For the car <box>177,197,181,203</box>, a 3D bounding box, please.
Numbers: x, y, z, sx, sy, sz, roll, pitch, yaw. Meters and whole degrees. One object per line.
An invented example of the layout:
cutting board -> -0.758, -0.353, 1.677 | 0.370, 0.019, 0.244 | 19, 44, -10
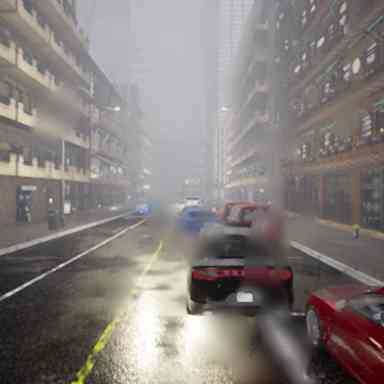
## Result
car -> -2.651, 2.027, 82.298 | 1.882, 1.535, 5.008 | 0, 0, 0

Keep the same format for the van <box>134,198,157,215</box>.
van -> -5.281, 1.594, 36.756 | 1.690, 1.788, 3.998 | -1, 0, 0

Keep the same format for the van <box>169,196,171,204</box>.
van -> -5.255, 1.741, 58.951 | 1.690, 1.788, 3.998 | -1, 0, 0

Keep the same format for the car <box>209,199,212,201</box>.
car -> 2.588, 1.613, 25.668 | 1.967, 1.590, 4.097 | -1, 0, 0

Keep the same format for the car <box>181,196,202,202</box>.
car -> 0.067, 1.520, 43.983 | 2.150, 2.045, 5.566 | 0, 0, 1

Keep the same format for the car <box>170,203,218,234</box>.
car -> 0.248, 1.597, 17.515 | 1.882, 1.535, 5.008 | 0, 0, -11

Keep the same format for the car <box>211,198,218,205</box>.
car -> 2.580, 1.451, 20.119 | 2.192, 1.841, 5.009 | -1, 0, 0

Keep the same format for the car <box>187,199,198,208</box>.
car -> 0.071, 1.919, 58.439 | 1.812, 1.442, 4.674 | 0, 0, 0

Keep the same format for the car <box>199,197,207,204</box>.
car -> 2.654, 2.066, 81.326 | 1.752, 1.417, 4.829 | -1, 0, 0

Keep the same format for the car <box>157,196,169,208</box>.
car -> -5.260, 1.804, 53.402 | 1.967, 1.590, 4.097 | -1, 0, 0

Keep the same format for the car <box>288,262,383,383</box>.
car -> 2.564, 1.605, 3.471 | 1.802, 1.307, 4.206 | -1, 0, 0

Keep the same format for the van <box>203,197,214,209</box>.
van -> 2.619, 1.700, 53.413 | 1.690, 1.788, 3.998 | -1, 0, 0

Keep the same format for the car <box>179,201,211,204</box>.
car -> 0.308, 1.666, 23.593 | 1.837, 1.490, 4.892 | 0, 0, 15

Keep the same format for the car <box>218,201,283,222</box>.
car -> 2.574, 1.413, 14.570 | 2.192, 1.841, 5.009 | -1, 0, 0

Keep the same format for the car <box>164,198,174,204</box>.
car -> -5.233, 2.074, 75.597 | 1.947, 1.339, 4.313 | -1, 0, 0

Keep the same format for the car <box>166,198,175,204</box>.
car -> -5.227, 2.089, 81.146 | 1.887, 1.381, 4.507 | -1, 0, 0

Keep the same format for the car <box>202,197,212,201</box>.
car -> 2.607, 1.725, 42.314 | 1.967, 1.590, 4.097 | -1, 0, 0

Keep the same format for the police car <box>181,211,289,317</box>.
police car -> 0.837, 1.479, 7.826 | 1.930, 1.638, 5.238 | 0, 0, 0

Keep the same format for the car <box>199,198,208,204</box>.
car -> 2.647, 2.048, 75.607 | 1.887, 1.381, 4.507 | -1, 0, 0

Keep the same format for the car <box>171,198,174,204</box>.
car -> -5.242, 1.787, 70.050 | 2.192, 1.841, 5.009 | -1, 0, 0

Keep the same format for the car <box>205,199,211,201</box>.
car -> 2.602, 1.774, 36.935 | 1.752, 1.417, 4.829 | -1, 0, 0
